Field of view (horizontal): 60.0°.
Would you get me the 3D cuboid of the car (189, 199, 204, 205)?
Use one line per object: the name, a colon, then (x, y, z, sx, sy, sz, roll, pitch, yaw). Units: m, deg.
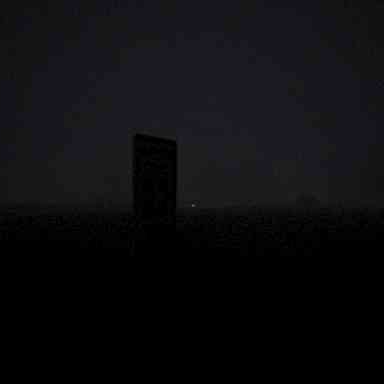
car: (1.069, 2.279, 77.170, 1.994, 1.385, 4.181, 1, 0, 36)
